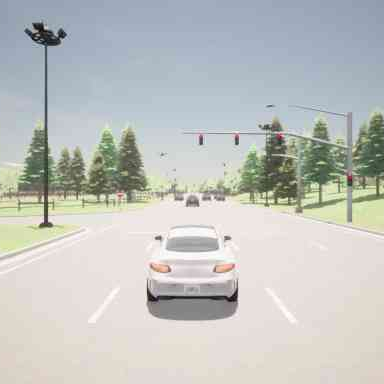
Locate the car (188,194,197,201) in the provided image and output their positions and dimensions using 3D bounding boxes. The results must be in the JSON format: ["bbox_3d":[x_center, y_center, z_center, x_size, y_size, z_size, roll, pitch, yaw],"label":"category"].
[{"bbox_3d":[0.153,1.348,83.046,2.097,1.767,4.553,0,0,0],"label":"car"}]

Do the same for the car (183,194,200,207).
[{"bbox_3d":[0.096,1.352,52.017,2.097,1.767,4.553,0,0,0],"label":"car"}]

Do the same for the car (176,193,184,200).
[{"bbox_3d":[-3.329,1.187,93.056,2.097,1.767,4.553,0,0,0],"label":"car"}]

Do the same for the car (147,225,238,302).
[{"bbox_3d":[0.021,1.526,8.143,1.812,1.442,4.674,0,0,0],"label":"car"}]

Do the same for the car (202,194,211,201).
[{"bbox_3d":[3.653,1.348,83.040,2.097,1.767,4.553,0,0,0],"label":"car"}]

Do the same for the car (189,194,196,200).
[{"bbox_3d":[0.171,1.332,93.079,1.837,1.490,4.892,0,0,0],"label":"car"}]

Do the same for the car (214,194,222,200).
[{"bbox_3d":[7.171,1.385,93.067,1.994,1.385,4.181,0,0,0],"label":"car"}]

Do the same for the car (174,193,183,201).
[{"bbox_3d":[-3.347,1.544,83.049,1.994,1.385,4.181,0,0,0],"label":"car"}]

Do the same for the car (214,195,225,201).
[{"bbox_3d":[7.152,1.517,82.647,2.128,1.511,4.902,0,0,0],"label":"car"}]

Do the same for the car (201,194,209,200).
[{"bbox_3d":[3.671,1.372,93.073,2.033,1.411,5.357,0,0,0],"label":"car"}]
